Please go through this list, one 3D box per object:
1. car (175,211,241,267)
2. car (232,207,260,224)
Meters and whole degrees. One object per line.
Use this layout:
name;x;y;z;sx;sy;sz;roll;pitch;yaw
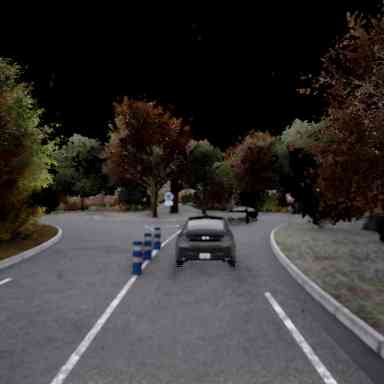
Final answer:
car;0.513;1.592;11.743;1.837;1.490;4.892;0;-1;4
car;4.743;2.056;29.996;2.128;1.511;4.902;-1;-2;25
